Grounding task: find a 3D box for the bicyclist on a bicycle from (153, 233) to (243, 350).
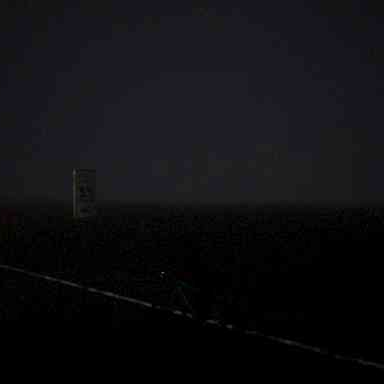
[{"bbox_3d":[0.023,1.456,5.035,1.656,1.620,0.582,0,0,36],"label":"bicyclist on a bicycle"}]
